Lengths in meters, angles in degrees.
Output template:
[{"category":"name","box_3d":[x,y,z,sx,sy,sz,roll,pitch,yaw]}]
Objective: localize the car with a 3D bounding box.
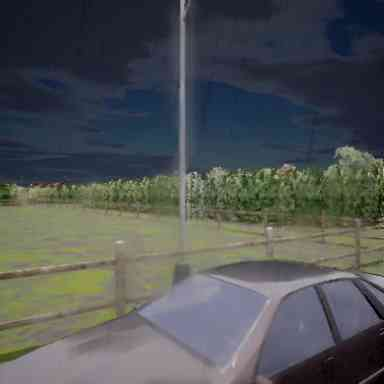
[{"category":"car","box_3d":[0.764,1.548,3.633,5.357,1.411,2.033,0,0,-36]}]
